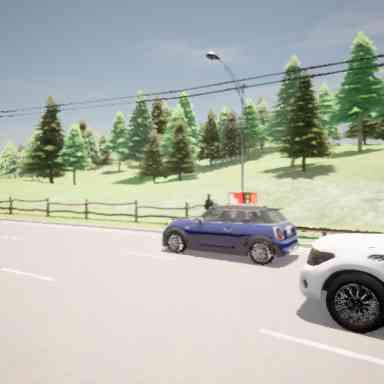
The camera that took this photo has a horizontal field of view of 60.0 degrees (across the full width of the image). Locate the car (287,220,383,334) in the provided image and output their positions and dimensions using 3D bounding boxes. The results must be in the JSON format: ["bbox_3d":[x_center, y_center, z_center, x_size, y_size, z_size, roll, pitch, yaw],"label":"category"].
[{"bbox_3d":[4.581,1.187,5.001,5.566,2.045,2.150,1,1,35],"label":"car"}]

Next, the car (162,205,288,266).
[{"bbox_3d":[1.173,1.208,11.295,4.553,1.767,2.097,1,1,33],"label":"car"}]

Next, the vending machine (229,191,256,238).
[{"bbox_3d":[2.342,1.005,15.469,0.880,2.100,1.100,1,1,31],"label":"vending machine"}]

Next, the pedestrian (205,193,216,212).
[{"bbox_3d":[0.756,0.943,15.283,0.375,1.860,0.375,1,1,30],"label":"pedestrian"}]
